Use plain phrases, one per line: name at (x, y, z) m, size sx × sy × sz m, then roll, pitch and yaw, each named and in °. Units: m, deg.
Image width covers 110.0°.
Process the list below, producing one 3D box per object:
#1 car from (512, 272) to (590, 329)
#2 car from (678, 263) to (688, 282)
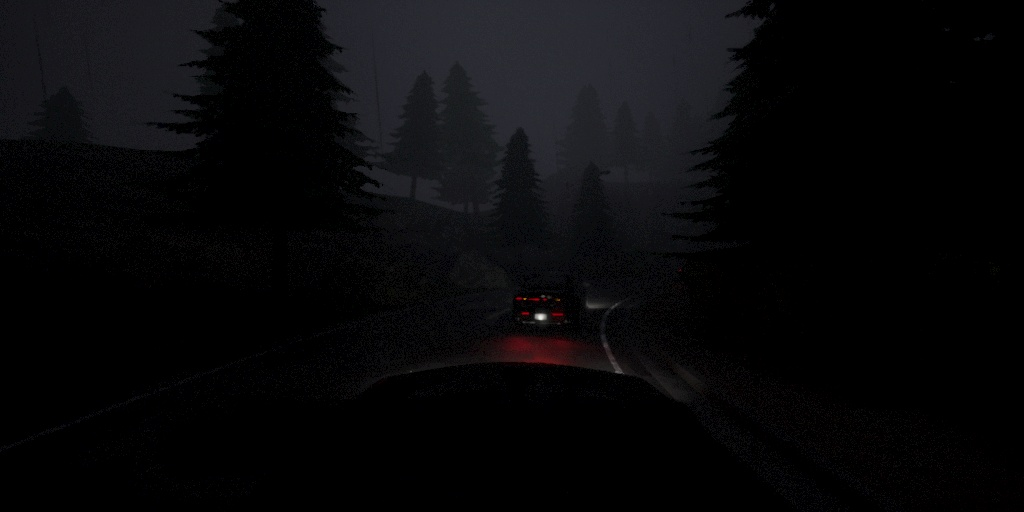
car at (1.314, 1.232, 11.243) m, size 1.837 × 1.490 × 4.892 m, roll 0°, pitch 1°, yaw 14°
car at (14.517, 1.036, 26.471) m, size 4.553 × 1.767 × 2.097 m, roll 0°, pitch 0°, yaw -27°
